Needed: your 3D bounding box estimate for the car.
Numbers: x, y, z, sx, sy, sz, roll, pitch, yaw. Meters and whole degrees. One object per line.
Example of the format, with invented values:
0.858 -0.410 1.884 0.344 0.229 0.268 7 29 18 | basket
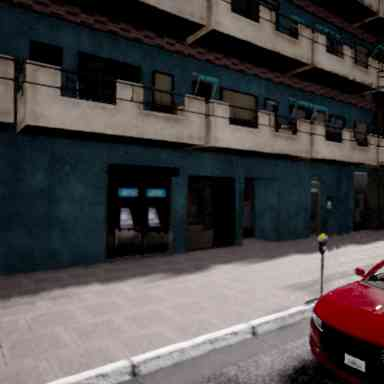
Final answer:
3.542 1.535 4.742 4.507 1.381 1.887 0 1 -35 | car
